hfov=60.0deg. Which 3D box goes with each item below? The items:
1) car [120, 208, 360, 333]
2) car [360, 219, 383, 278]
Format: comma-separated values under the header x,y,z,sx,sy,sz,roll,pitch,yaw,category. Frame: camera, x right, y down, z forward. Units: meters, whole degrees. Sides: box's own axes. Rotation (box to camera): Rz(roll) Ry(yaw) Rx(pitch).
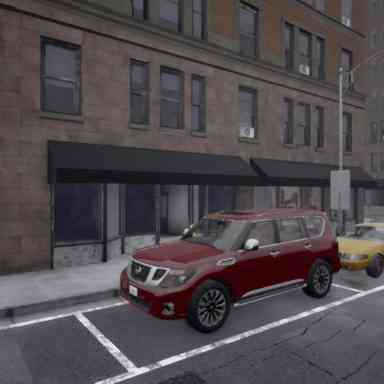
x,y,z,sx,sy,sz,roll,pitch,yaw,category
1.077,1.314,6.963,5.009,1.841,2.192,0,0,-35,car
5.564,1.524,10.157,4.829,1.417,1.752,0,0,-35,car
